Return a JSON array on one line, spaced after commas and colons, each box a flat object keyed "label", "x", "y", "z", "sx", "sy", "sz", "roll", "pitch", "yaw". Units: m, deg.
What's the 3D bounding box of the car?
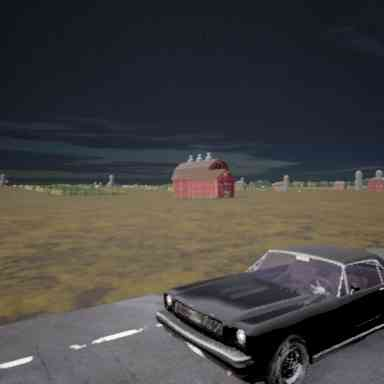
[{"label": "car", "x": 1.845, "y": 1.597, "z": 5.310, "sx": 4.718, "sy": 1.301, "sz": 1.895, "roll": 0, "pitch": 0, "yaw": -35}]
